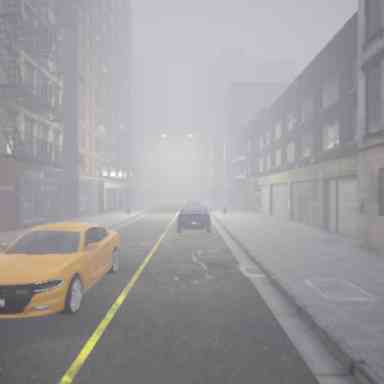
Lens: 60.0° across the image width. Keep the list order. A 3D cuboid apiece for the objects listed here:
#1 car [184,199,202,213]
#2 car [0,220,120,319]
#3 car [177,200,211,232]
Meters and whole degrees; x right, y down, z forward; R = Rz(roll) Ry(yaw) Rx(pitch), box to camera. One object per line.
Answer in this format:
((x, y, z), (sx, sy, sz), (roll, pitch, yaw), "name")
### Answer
((0.117, 1.592, 38.349), (1.994, 1.385, 4.181), (0, 0, 0), "car")
((-3.040, 1.483, 7.735), (1.882, 1.535, 5.008), (0, 0, 0), "car")
((0.108, 1.492, 20.090), (1.882, 1.535, 5.008), (0, 0, 0), "car")
